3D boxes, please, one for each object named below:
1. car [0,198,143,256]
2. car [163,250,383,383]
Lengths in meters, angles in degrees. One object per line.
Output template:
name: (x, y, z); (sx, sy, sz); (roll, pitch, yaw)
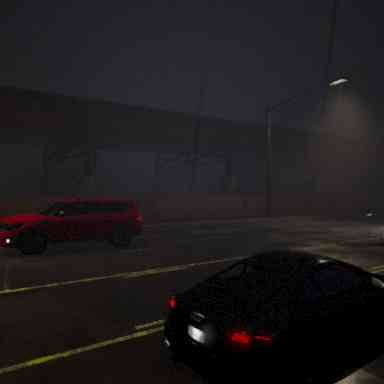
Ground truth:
car: (-4.730, 1.254, 13.517); (5.566, 2.045, 2.150); (1, 0, -36)
car: (1.682, 1.602, 4.948); (4.181, 1.385, 1.994); (1, 0, -36)
